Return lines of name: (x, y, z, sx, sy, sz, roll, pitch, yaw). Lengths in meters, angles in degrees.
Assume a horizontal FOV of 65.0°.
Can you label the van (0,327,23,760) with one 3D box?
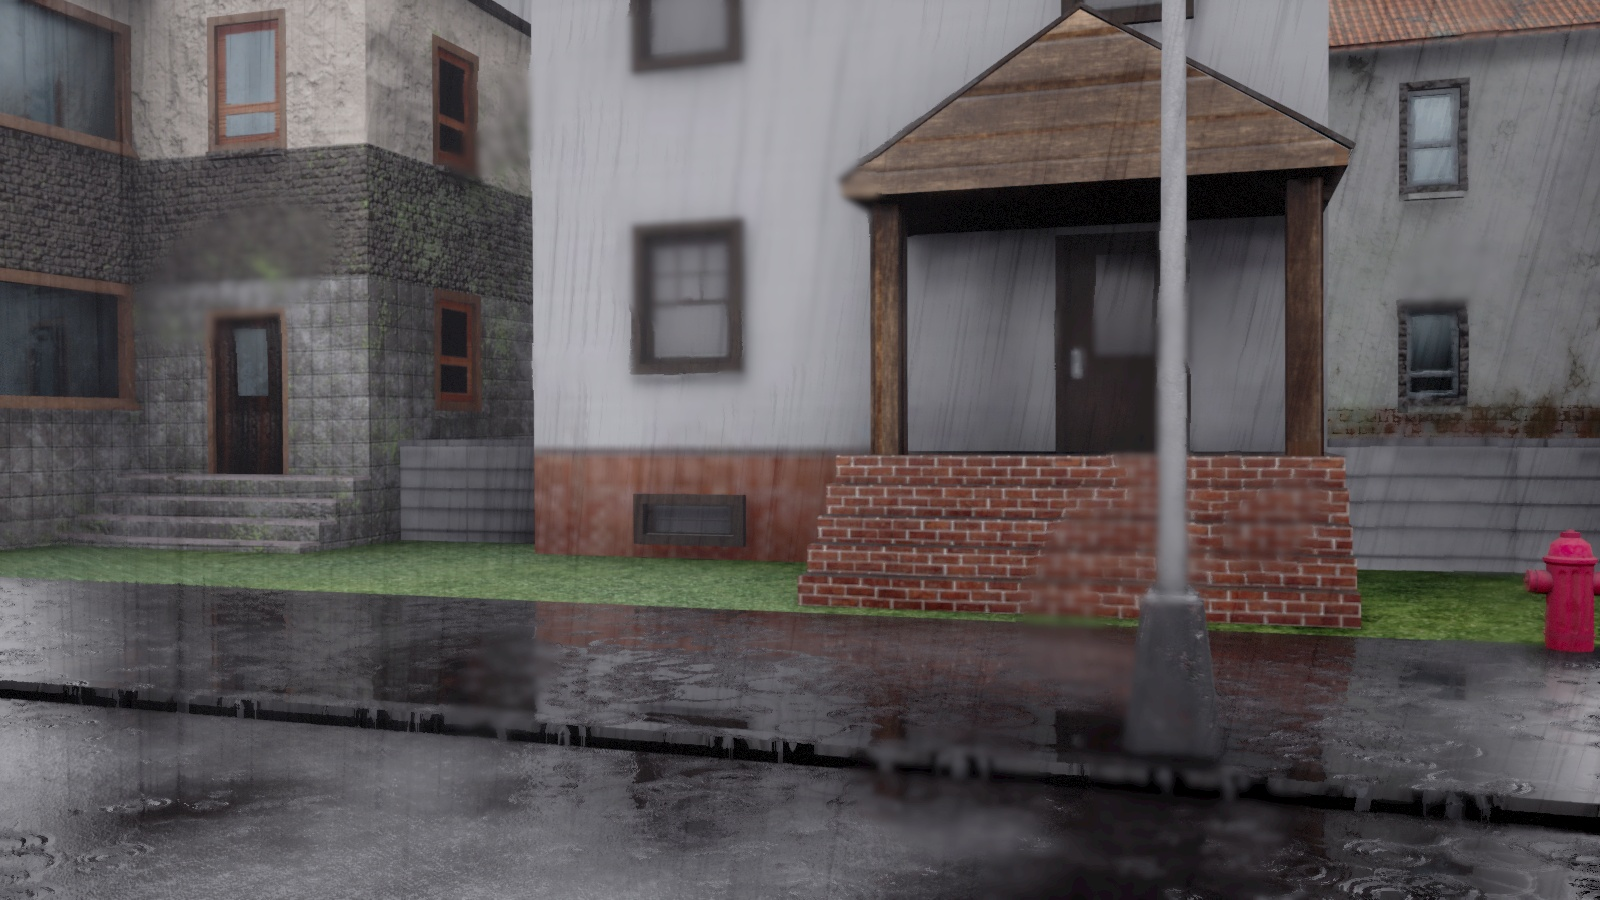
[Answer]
van: (-6.177, 0.435, 5.722, 4.480, 2.038, 2.069, 1, 1, 18)
